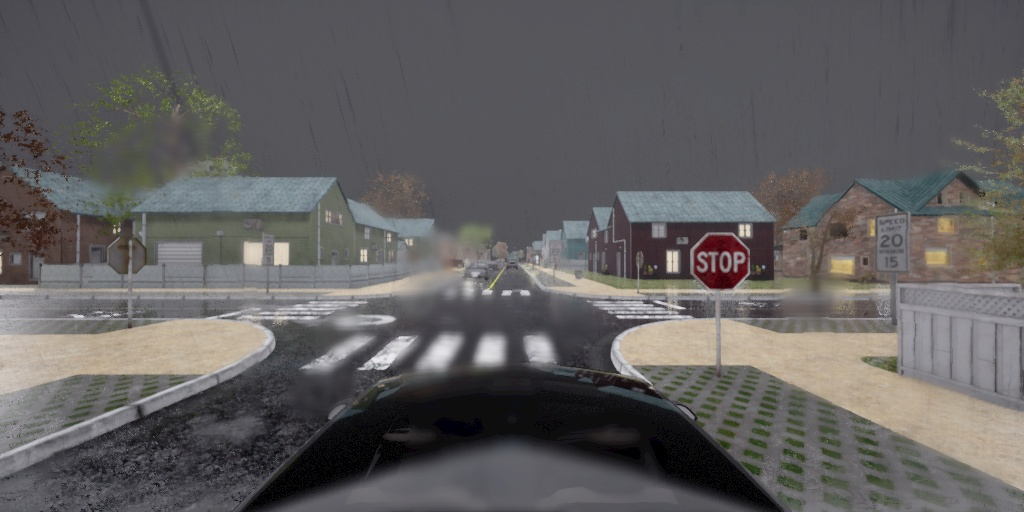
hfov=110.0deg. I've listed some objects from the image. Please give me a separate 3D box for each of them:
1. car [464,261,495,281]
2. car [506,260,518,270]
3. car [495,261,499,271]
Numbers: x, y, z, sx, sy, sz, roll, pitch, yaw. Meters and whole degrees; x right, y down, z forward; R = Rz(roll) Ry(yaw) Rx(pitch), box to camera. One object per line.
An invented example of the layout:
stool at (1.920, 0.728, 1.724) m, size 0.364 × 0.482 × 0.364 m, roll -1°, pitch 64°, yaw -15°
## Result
car at (-2.830, 1.279, 30.072) m, size 2.128 × 1.511 × 4.902 m, roll 0°, pitch 0°, yaw 0°
car at (0.029, 1.402, 56.763) m, size 1.837 × 1.490 × 4.892 m, roll 0°, pitch 0°, yaw 0°
car at (-2.797, 1.412, 50.883) m, size 2.033 × 1.411 × 5.357 m, roll 0°, pitch 0°, yaw 0°
